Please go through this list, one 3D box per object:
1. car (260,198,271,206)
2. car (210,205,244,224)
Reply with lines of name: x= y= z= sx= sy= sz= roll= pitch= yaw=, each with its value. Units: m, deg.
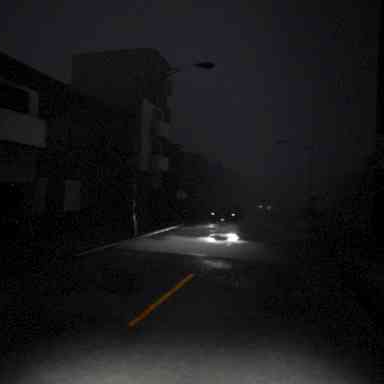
car: x=14.493 y=1.901 z=65.071 sx=1.882 sy=1.535 sz=5.008 roll=2 pitch=-1 yaw=17
car: x=2.769 y=1.659 z=25.433 sx=1.895 sy=1.301 sz=4.718 roll=2 pitch=0 yaw=16
